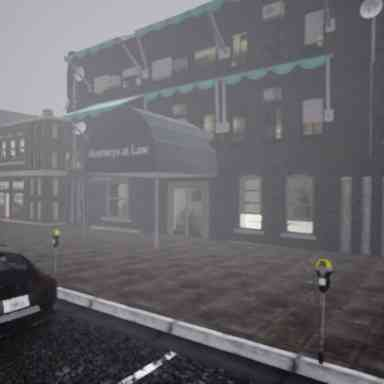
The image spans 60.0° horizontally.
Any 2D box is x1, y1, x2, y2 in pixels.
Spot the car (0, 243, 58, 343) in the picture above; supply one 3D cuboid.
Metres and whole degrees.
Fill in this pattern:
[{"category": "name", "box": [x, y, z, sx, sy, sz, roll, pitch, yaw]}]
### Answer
[{"category": "car", "box": [-4.099, 1.573, 5.784, 4.313, 1.339, 1.947, 0, 1, 36]}]
